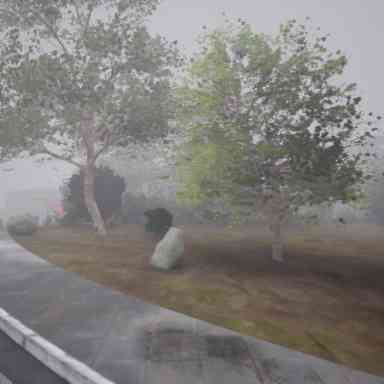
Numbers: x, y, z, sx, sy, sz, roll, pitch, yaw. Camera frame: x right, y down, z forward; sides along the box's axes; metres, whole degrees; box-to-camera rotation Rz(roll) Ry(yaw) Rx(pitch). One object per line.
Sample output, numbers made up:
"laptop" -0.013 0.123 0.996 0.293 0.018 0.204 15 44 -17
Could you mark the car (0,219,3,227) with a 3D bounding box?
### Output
"car" -18.748 2.598 29.882 2.097 1.767 4.553 -2 -5 -12
